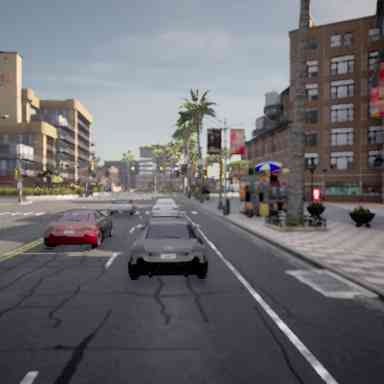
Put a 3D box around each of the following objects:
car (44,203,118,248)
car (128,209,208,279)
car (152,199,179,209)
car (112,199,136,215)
[{"bbox_3d":[-4.520,1.375,13.784,1.994,1.385,4.181,0,1,-5],"label":"car"},{"bbox_3d":[-0.686,1.431,9.693,1.994,1.385,4.181,0,1,-4],"label":"car"},{"bbox_3d":[-1.853,1.206,23.431,1.812,1.442,4.674,0,1,-5],"label":"car"},{"bbox_3d":[-5.807,1.217,28.253,1.895,1.301,4.718,0,1,-5],"label":"car"}]
